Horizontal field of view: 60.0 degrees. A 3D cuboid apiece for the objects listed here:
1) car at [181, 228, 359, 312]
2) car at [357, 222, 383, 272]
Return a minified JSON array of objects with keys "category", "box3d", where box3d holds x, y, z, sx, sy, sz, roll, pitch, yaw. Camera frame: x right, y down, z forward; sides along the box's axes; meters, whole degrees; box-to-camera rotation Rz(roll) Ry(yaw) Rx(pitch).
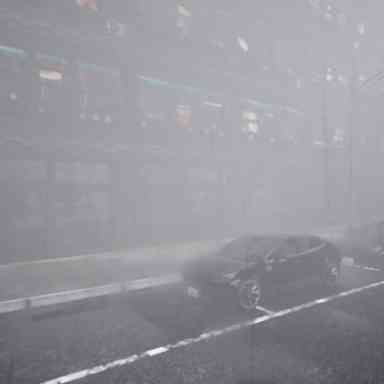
[{"category":"car","box3d":[1.793,1.629,7.857,4.313,1.339,1.947,1,-1,-36]},{"category":"car","box3d":[6.418,1.689,11.160,4.313,1.339,1.947,1,-1,-36]}]
